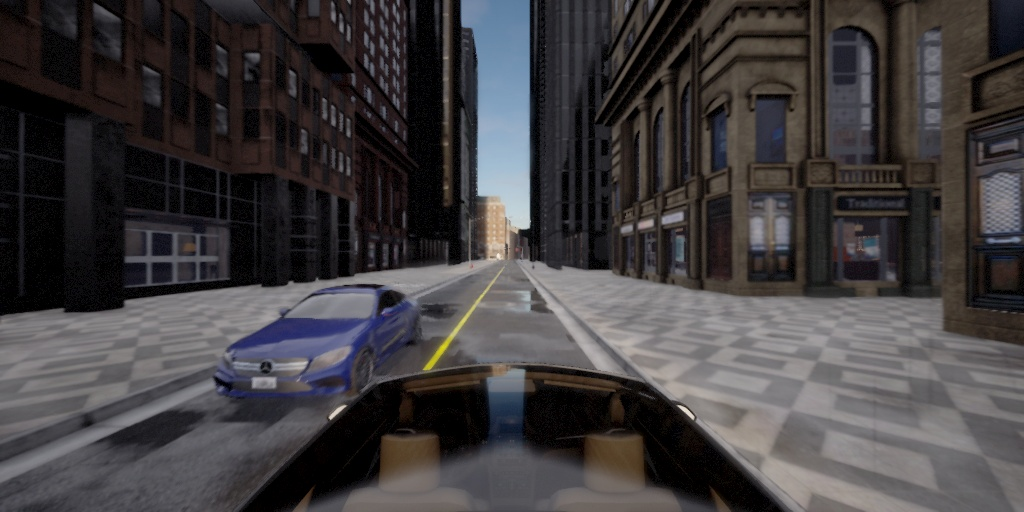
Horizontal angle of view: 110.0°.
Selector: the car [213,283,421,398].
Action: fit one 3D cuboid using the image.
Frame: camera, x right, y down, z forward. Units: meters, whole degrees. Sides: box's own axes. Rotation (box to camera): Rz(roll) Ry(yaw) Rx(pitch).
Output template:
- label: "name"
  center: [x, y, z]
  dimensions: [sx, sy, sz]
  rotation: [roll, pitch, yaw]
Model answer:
- label: "car"
  center: [-2.999, 1.279, 6.671]
  dimensions: [1.812, 1.442, 4.674]
  rotation: [0, 0, 0]
